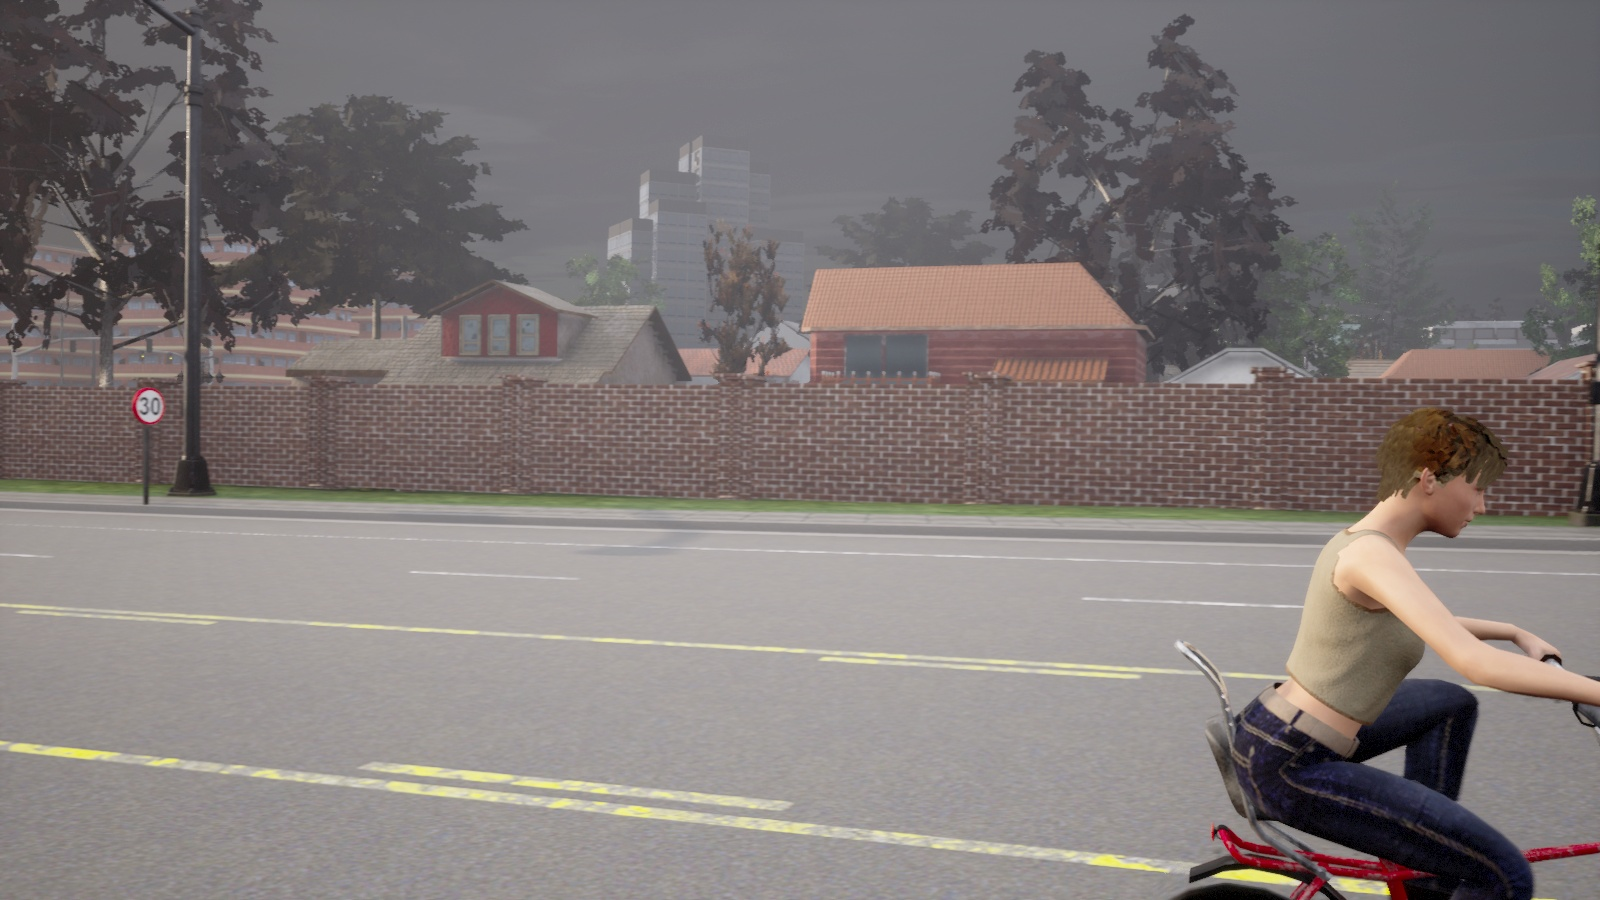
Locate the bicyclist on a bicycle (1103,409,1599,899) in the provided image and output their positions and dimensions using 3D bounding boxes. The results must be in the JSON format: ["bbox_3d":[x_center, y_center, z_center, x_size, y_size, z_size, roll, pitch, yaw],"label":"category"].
[{"bbox_3d":[1.463,0.726,2.696,1.509,1.612,0.866,1,1,18],"label":"bicyclist on a bicycle"}]
